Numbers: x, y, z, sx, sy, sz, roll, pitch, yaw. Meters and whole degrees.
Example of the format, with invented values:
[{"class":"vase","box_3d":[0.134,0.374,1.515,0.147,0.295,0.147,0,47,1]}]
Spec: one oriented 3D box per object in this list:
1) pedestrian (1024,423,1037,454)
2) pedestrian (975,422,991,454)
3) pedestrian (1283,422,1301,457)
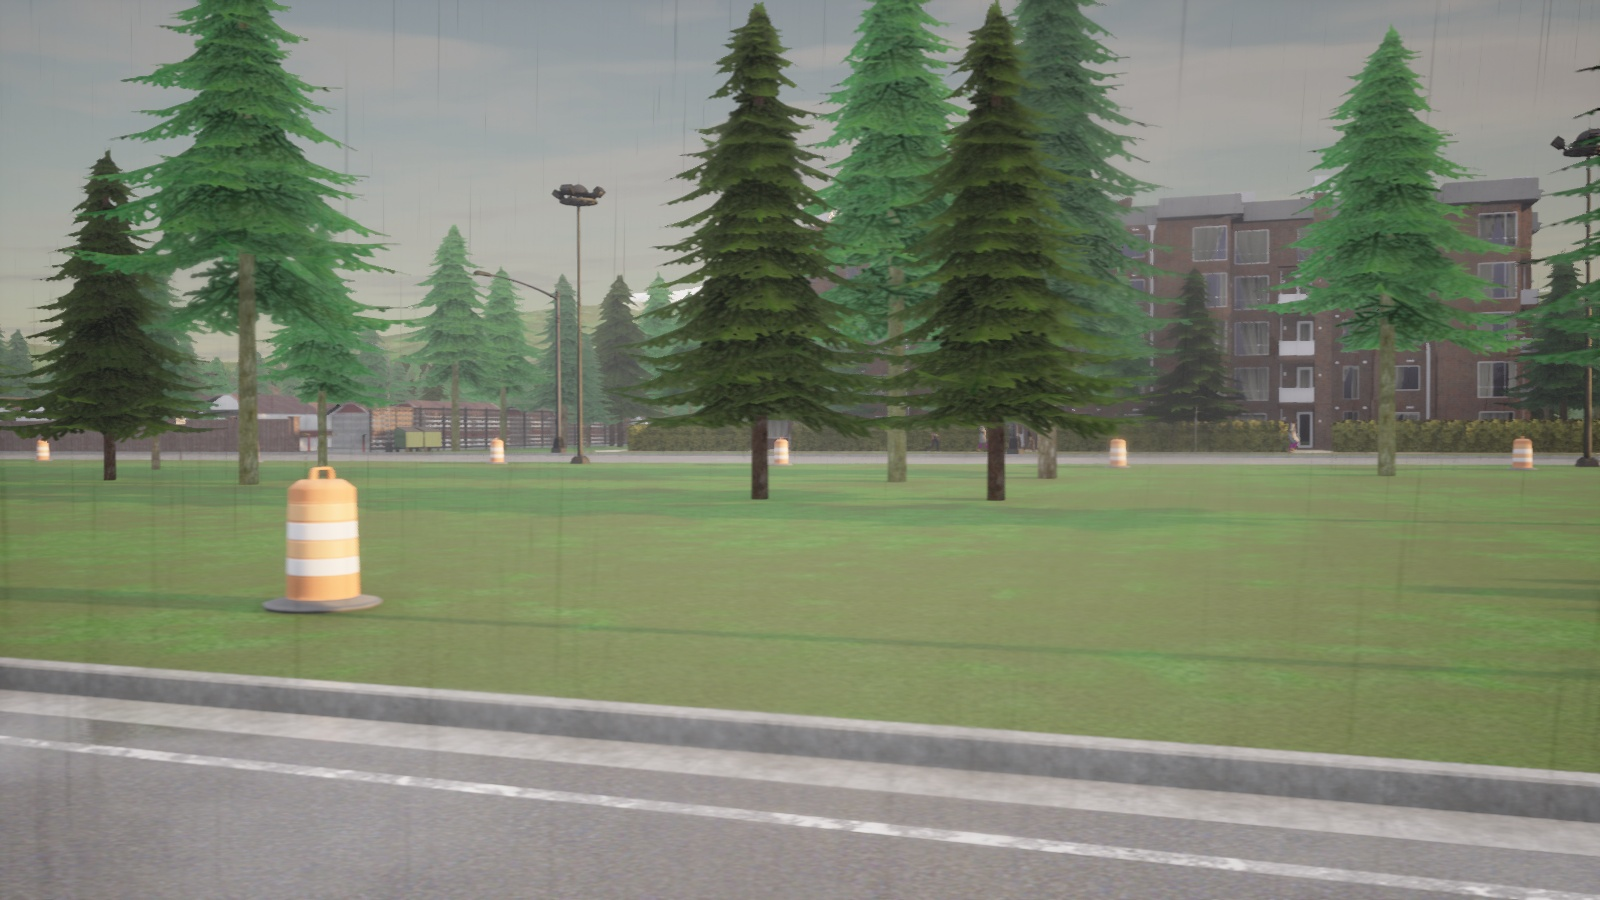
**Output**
[{"class":"pedestrian","box_3d":[13.795,-0.698,75.248,0.703,1.840,0.431,1,1,20]},{"class":"pedestrian","box_3d":[11.149,-0.728,76.488,0.873,1.952,0.659,1,1,19]},{"class":"pedestrian","box_3d":[27.685,-0.572,70.653,0.873,1.952,0.659,1,1,20]}]
